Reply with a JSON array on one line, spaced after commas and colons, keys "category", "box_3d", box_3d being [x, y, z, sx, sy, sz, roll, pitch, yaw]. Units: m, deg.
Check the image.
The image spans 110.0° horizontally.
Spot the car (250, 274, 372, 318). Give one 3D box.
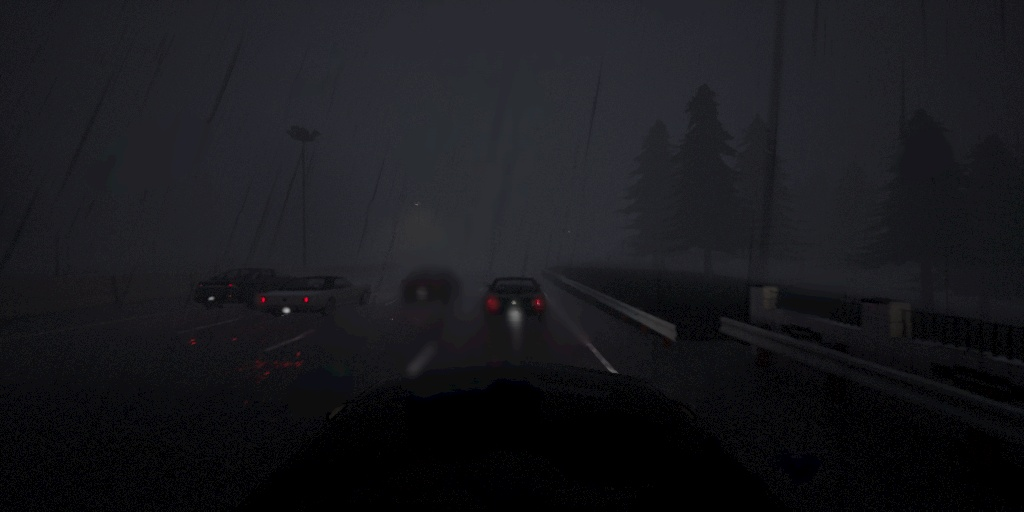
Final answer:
[{"category": "car", "box_3d": [-6.894, 1.376, 13.181, 1.895, 1.301, 4.718, 0, 0, 0]}]

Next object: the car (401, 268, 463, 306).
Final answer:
[{"category": "car", "box_3d": [-3.392, 1.259, 15.993, 1.882, 1.535, 5.008, 0, 0, 0]}]

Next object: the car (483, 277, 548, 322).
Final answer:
[{"category": "car", "box_3d": [0.105, 1.374, 12.369, 1.895, 1.301, 4.718, 0, 0, 0]}]

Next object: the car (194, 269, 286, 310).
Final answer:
[{"category": "car", "box_3d": [-10.393, 1.271, 14.827, 2.128, 1.511, 4.902, 0, 0, 0]}]
